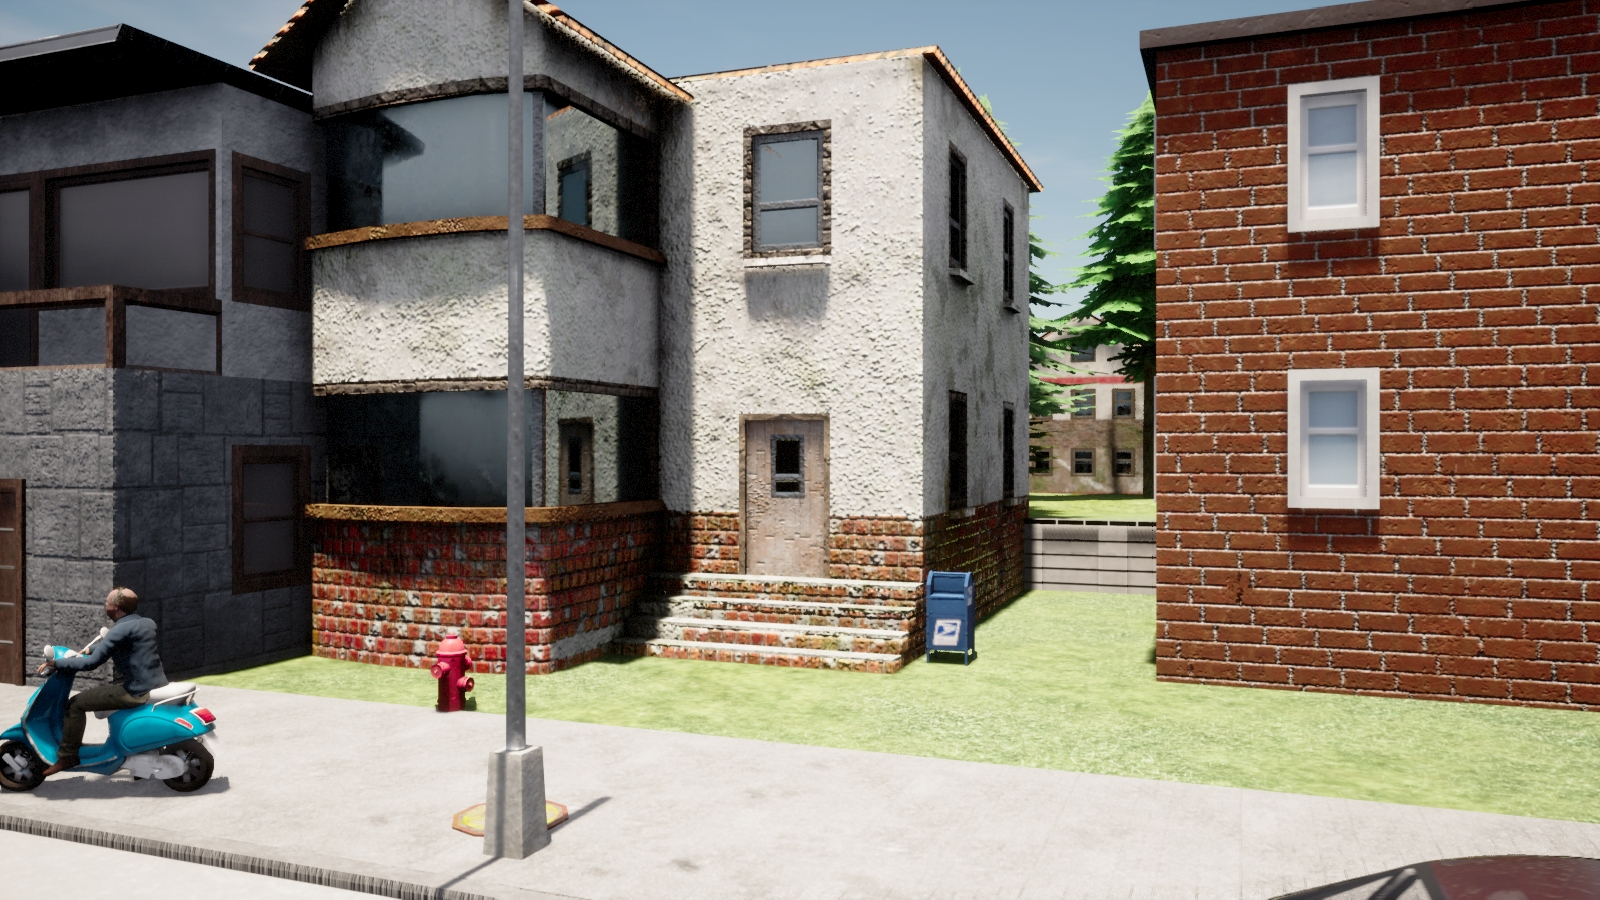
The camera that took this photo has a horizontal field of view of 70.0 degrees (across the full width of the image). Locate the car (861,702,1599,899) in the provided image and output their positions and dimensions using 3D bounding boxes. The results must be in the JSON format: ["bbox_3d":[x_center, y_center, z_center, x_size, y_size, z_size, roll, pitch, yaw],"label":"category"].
[{"bbox_3d":[2.207,1.808,3.150,3.705,1.549,1.789,0,0,21],"label":"car"}]

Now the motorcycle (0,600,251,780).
[{"bbox_3d":[-5.442,1.858,9.019,1.805,1.236,0.856,0,0,1],"label":"motorcycle"}]
